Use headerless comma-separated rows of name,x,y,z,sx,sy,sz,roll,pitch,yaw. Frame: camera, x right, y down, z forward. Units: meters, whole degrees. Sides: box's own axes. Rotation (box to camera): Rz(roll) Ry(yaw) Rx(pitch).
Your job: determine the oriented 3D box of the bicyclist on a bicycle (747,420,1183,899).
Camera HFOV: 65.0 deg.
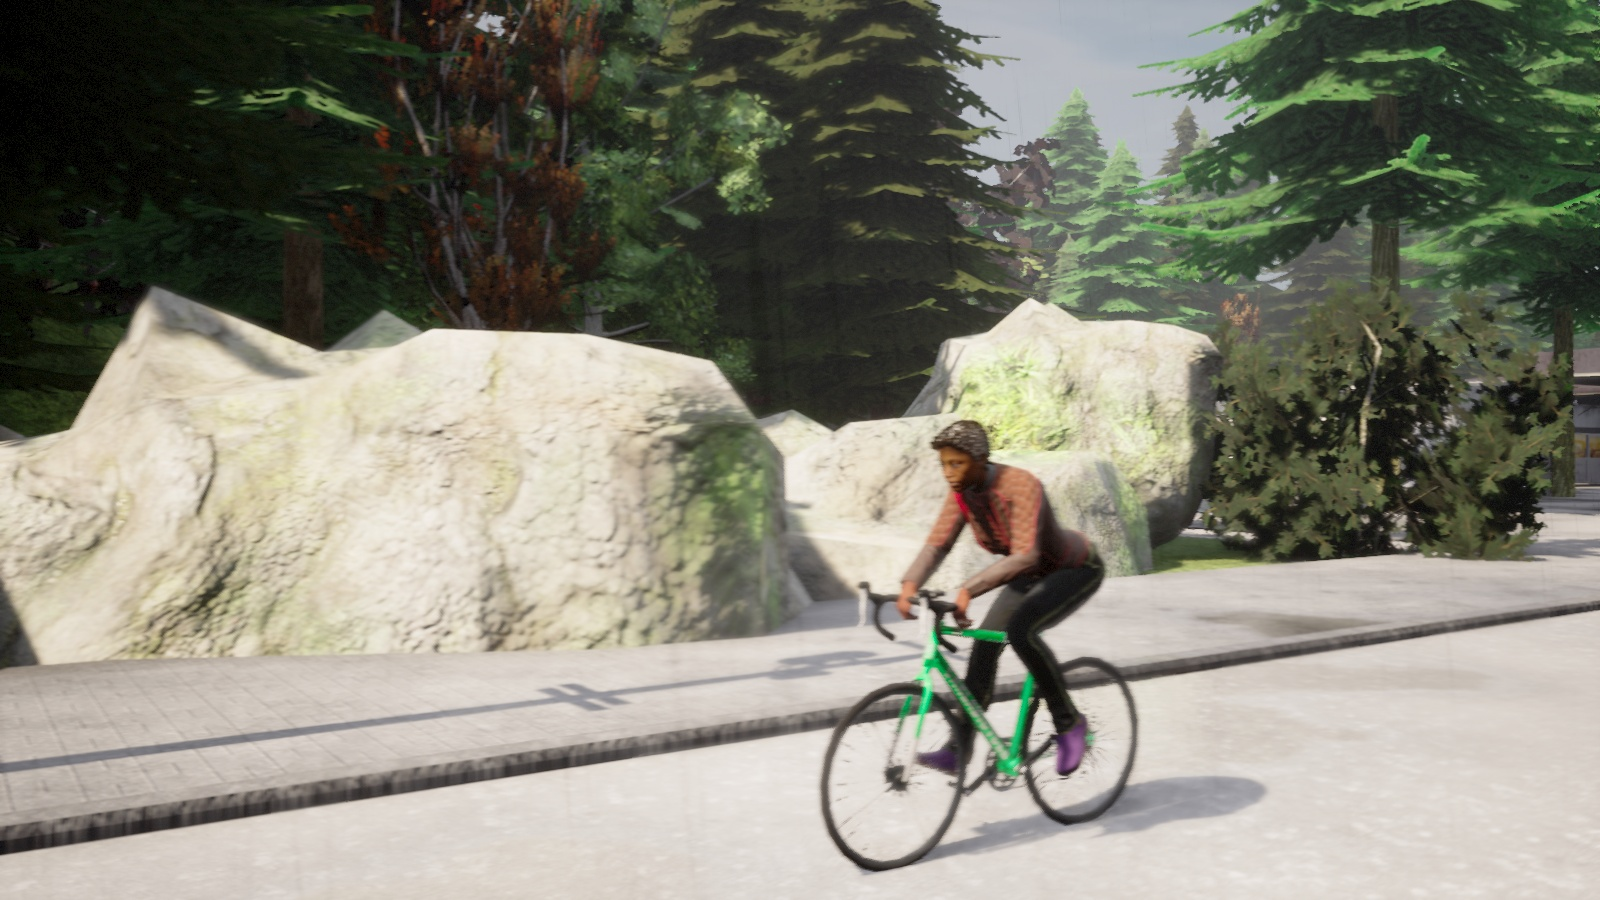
bicyclist on a bicycle,0.664,0.708,4.730,1.656,1.620,0.582,0,0,-35
